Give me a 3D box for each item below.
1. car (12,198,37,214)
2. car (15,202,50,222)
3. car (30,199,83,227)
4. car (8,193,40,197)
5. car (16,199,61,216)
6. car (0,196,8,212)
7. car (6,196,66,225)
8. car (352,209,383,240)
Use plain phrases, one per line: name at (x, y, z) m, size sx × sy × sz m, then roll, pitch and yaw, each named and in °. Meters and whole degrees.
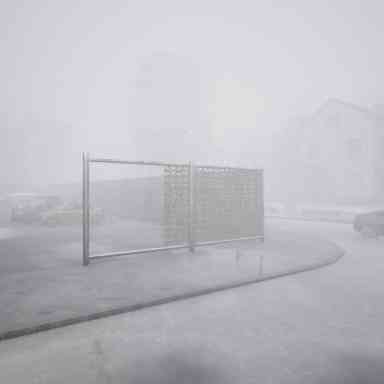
car at (-17.854, 1.403, 35.329) m, size 1.789 × 1.547 × 3.705 m, roll 0°, pitch 0°, yaw -36°
car at (-12.024, 1.451, 25.077) m, size 2.207 × 1.379 × 1.481 m, roll 0°, pitch 0°, yaw -36°
car at (-7.845, 1.416, 21.548) m, size 4.193 × 1.474 × 1.816 m, roll 0°, pitch 0°, yaw -36°
car at (-12.578, 1.242, 27.337) m, size 3.866 × 1.878 × 1.905 m, roll 0°, pitch 0°, yaw -36°
car at (-14.799, 1.413, 32.040) m, size 3.633 × 1.501 × 1.845 m, roll 0°, pitch 0°, yaw -36°
car at (-17.855, 1.474, 35.607) m, size 5.357 × 1.415 × 2.033 m, roll 0°, pitch 0°, yaw -36°
car at (-10.289, 1.348, 23.699) m, size 4.611 × 1.667 × 2.242 m, roll 0°, pitch 0°, yaw -36°
car at (9.735, 1.492, 14.777) m, size 2.128 × 1.511 × 4.902 m, roll 0°, pitch 0°, yaw -36°
